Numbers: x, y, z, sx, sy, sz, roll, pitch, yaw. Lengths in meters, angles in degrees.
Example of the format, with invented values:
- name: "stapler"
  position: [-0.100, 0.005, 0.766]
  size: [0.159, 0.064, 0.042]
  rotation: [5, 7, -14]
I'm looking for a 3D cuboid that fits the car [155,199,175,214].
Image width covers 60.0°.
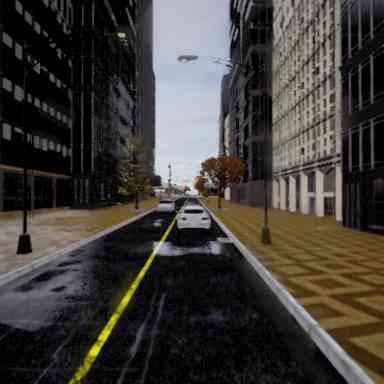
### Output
- name: "car"
  position: [-2.829, 1.540, 36.355]
  size: [1.812, 1.442, 4.674]
  rotation: [0, 0, 0]

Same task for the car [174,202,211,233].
- name: "car"
  position: [0.099, 1.532, 19.408]
  size: [1.812, 1.442, 4.674]
  rotation: [0, 0, 0]
